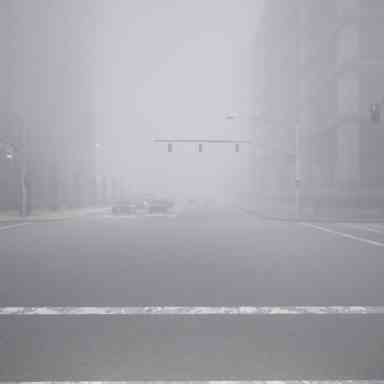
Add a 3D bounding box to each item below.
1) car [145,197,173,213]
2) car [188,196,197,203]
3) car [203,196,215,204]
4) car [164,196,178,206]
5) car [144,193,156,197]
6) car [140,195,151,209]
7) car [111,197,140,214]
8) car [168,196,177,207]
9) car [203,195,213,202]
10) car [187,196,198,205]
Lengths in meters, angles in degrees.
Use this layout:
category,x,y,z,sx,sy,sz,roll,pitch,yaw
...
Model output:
category,x,y,z,sx,sy,sz,roll,pitch,yaw
car,-3.588,1.547,37.057,2.033,1.411,5.357,0,0,0
car,0.123,1.564,69.868,1.994,1.385,4.181,0,0,0
car,3.521,1.492,64.594,2.128,1.511,4.902,0,0,0
car,-3.565,1.492,57.066,2.128,1.511,4.902,0,0,0
car,-7.070,1.221,54.657,2.150,2.045,5.566,0,0,0
car,-7.083,1.505,44.293,1.837,1.490,4.892,0,0,0
car,-7.089,1.505,34.889,1.837,1.490,4.892,0,0,0
car,-3.584,1.478,46.703,1.882,1.535,5.008,0,0,0
car,3.524,1.508,73.669,1.812,1.442,4.674,0,0,0
car,0.121,1.478,60.889,1.882,1.535,5.008,0,0,0
